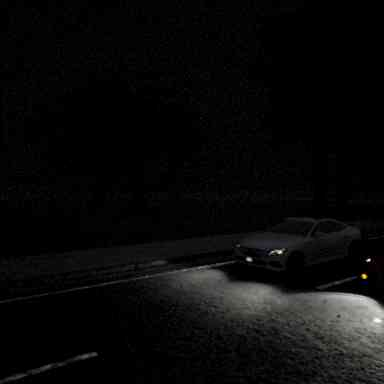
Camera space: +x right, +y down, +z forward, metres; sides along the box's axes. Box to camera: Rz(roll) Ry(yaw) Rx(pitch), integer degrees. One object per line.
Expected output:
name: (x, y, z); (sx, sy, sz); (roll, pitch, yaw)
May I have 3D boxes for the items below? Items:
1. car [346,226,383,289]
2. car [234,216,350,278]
car: (5.775, 1.511, 7.810); (4.181, 1.385, 1.994); (0, 0, -36)
car: (3.396, 1.476, 10.105); (4.674, 1.442, 1.812); (0, 0, -36)
